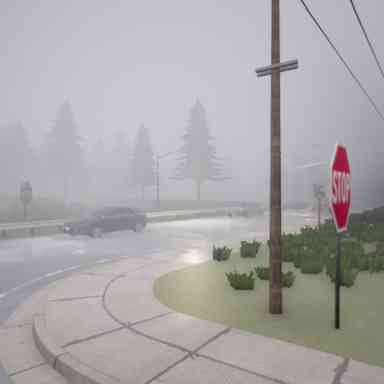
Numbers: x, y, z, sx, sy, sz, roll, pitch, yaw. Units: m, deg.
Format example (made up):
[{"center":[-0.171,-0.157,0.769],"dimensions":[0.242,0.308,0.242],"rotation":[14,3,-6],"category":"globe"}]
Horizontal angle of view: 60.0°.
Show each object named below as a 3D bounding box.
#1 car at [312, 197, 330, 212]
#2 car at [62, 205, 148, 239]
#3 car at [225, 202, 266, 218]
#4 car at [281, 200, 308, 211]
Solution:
[{"center":[15.463,1.357,38.325],"dimensions":[2.097,1.767,4.553],"rotation":[0,0,37],"category":"car"},{"center":[-4.458,1.510,17.724],"dimensions":[1.837,1.490,4.892],"rotation":[0,0,37],"category":"car"},{"center":[4.898,1.606,30.309],"dimensions":[1.895,1.301,4.718],"rotation":[0,0,37],"category":"car"},{"center":[12.496,1.606,40.475],"dimensions":[1.895,1.301,4.718],"rotation":[0,0,37],"category":"car"}]
